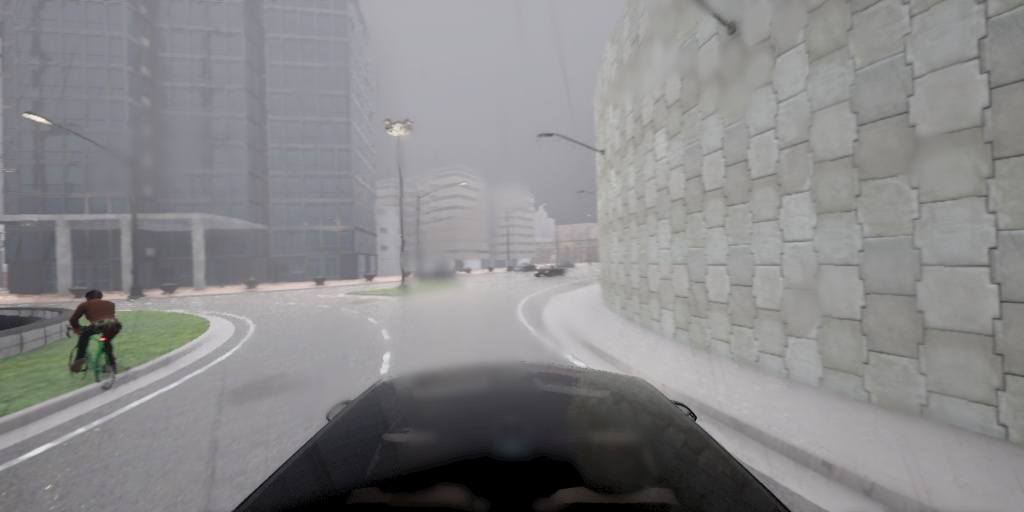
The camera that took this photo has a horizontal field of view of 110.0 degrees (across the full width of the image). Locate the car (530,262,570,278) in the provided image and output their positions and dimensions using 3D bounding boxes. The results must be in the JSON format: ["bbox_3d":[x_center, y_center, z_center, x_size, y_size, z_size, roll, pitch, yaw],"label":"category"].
[{"bbox_3d":[4.161,1.651,38.189,1.895,1.301,4.718,-2,-1,31],"label":"car"}]

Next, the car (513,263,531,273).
[{"bbox_3d":[1.910,1.821,54.956,2.128,1.511,4.902,-2,-1,32],"label":"car"}]

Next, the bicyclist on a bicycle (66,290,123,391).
[{"bbox_3d":[-7.135,1.415,6.126,1.656,1.620,0.582,0,-4,23],"label":"bicyclist on a bicycle"}]

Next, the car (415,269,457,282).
[{"bbox_3d":[-8.174,2.074,38.936,1.895,1.301,4.718,-2,-1,34],"label":"car"}]
